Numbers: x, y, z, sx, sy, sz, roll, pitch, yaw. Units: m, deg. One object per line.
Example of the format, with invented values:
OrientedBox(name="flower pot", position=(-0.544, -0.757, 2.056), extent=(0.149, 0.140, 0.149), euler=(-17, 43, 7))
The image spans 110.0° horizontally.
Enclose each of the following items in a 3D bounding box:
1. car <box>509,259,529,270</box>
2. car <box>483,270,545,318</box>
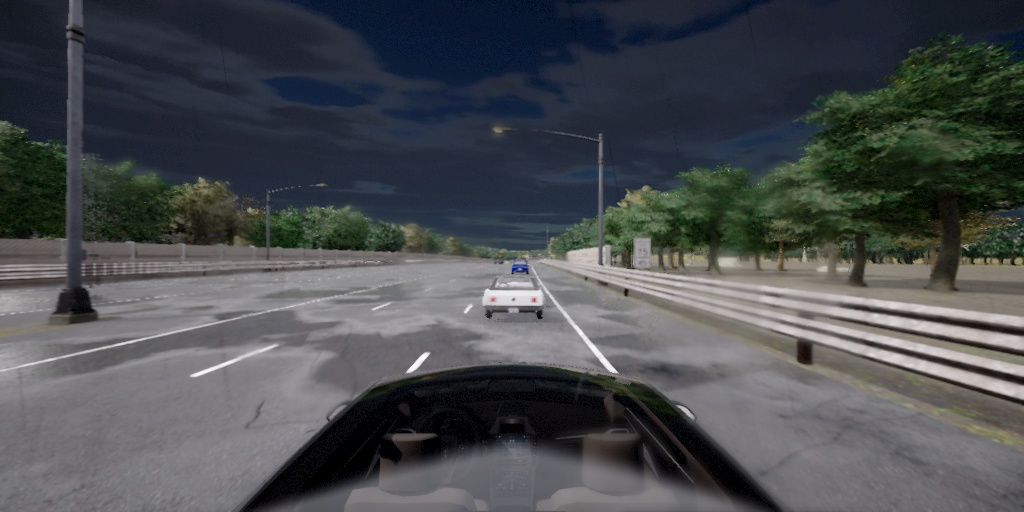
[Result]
OrientedBox(name="car", position=(0.948, 1.291, 40.919), extent=(1.882, 1.535, 5.008), euler=(0, 0, 2))
OrientedBox(name="car", position=(0.100, 1.355, 13.021), extent=(1.895, 1.301, 4.718), euler=(0, 0, 1))
